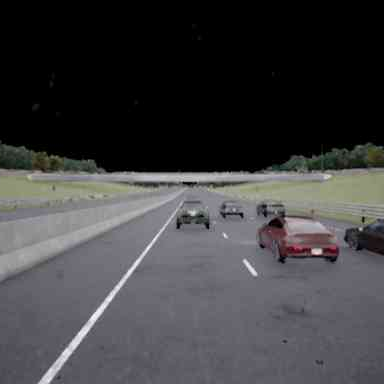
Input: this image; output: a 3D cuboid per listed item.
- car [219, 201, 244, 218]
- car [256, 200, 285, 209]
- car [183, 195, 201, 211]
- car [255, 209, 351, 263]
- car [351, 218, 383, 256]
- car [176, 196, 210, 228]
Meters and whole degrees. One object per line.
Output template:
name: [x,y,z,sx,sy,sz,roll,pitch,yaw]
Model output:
car: [3.520,1.550,30.360,2.033,1.411,5.357,0,0,0]
car: [7.020,1.495,30.129,2.128,1.511,4.902,0,0,0]
car: [-0.031,1.326,41.479,2.097,1.767,4.553,0,0,0]
car: [3.599,1.549,11.884,1.812,1.442,4.674,0,0,0]
car: [7.089,1.570,11.113,2.033,1.411,5.357,0,0,0]
car: [0.052,1.371,22.414,2.097,1.767,4.553,0,0,0]
